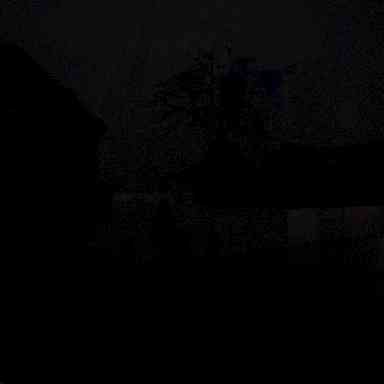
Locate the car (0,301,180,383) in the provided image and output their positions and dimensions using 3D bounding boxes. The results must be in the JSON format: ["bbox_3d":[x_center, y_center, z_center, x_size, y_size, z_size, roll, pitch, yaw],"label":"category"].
[{"bbox_3d":[-2.251,1.504,1.474,4.892,1.490,1.837,0,0,-35],"label":"car"}]
